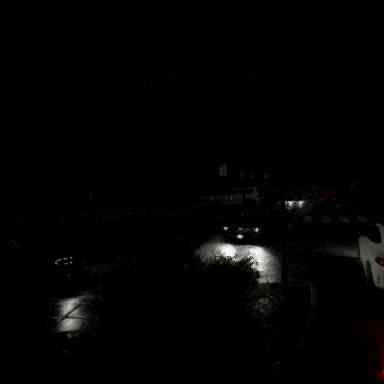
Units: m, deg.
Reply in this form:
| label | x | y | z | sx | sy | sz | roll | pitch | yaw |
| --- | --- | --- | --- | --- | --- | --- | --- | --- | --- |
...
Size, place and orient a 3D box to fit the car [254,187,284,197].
| label | x | y | z | sx | sy | sz | roll | pitch | yaw |
| --- | --- | --- | --- | --- | --- | --- | --- | --- | --- |
| car | 13.781 | -0.017 | 59.561 | 4.792 | 1.488 | 2.163 | -3 | 1 | 0 |

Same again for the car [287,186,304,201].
| label | x | y | z | sx | sy | sz | roll | pitch | yaw |
| --- | --- | --- | --- | --- | --- | --- | --- | --- | --- |
| car | 13.784 | 0.355 | 43.868 | 2.033 | 1.411 | 5.357 | -1 | 1 | 20 |

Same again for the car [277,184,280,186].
| label | x | y | z | sx | sy | sz | roll | pitch | yaw |
| --- | --- | --- | --- | --- | --- | --- | --- | --- | --- |
| car | 11.764 | 0.012 | 53.892 | 4.553 | 1.767 | 2.185 | -3 | 1 | 0 |

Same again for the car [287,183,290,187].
| label | x | y | z | sx | sy | sz | roll | pitch | yaw |
| --- | --- | --- | --- | --- | --- | --- | --- | --- | --- |
| car | 14.776 | -0.388 | 62.381 | 5.566 | 2.045 | 2.435 | -3 | 1 | 0 |

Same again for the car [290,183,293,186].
| label | x | y | z | sx | sy | sz | roll | pitch | yaw |
| --- | --- | --- | --- | --- | --- | --- | --- | --- | --- |
| car | 17.792 | -0.655 | 70.874 | 5.566 | 2.045 | 2.435 | -3 | 0 | 0 |

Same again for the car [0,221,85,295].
| label | x | y | z | sx | sy | sz | roll | pitch | yaw |
| --- | --- | --- | --- | --- | --- | --- | --- | --- | --- |
| car | -5.337 | 1.677 | 8.406 | 5.008 | 1.535 | 1.882 | -2 | 1 | -8 |

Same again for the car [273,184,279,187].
| label | x | y | z | sx | sy | sz | roll | pitch | yaw |
| --- | --- | --- | --- | --- | --- | --- | --- | --- | --- |
| car | 9.688 | 0.201 | 48.247 | 4.553 | 1.767 | 2.185 | -3 | 1 | -1 |

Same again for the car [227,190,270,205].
| label | x | y | z | sx | sy | sz | roll | pitch | yaw |
| --- | --- | --- | --- | --- | --- | --- | --- | --- | --- |
| car | 6.716 | 0.647 | 39.756 | 4.674 | 1.452 | 2.002 | -3 | 1 | -1 |

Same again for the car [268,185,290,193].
| label | x | y | z | sx | sy | sz | roll | pitch | yaw |
| --- | --- | --- | --- | --- | --- | --- | --- | --- | --- |
| car | 20.765 | -0.786 | 79.344 | 4.553 | 1.767 | 2.185 | -3 | 1 | 0 |

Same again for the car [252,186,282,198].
| label | x | y | z | sx | sy | sz | roll | pitch | yaw |
| --- | --- | --- | --- | --- | --- | --- | --- | --- | --- |
| car | 12.770 | -0.081 | 56.718 | 4.553 | 1.767 | 2.185 | -3 | 1 | 0 |

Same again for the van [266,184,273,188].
| label | x | y | z | sx | sy | sz | roll | pitch | yaw |
| --- | --- | --- | --- | --- | --- | --- | --- | --- | --- |
| van | 7.593 | 0.293 | 42.573 | 4.442 | 1.987 | 1.878 | -3 | 1 | -1 |

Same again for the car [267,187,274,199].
| label | x | y | z | sx | sy | sz | roll | pitch | yaw |
| --- | --- | --- | --- | --- | --- | --- | --- | --- | --- |
| car | 5.907 | 0.690 | 36.922 | 5.366 | 1.575 | 1.946 | -3 | 1 | -1 |

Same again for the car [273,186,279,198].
| label | x | y | z | sx | sy | sz | roll | pitch | yaw |
| --- | --- | --- | --- | --- | --- | --- | --- | --- | --- |
| car | 8.728 | 0.419 | 45.407 | 5.008 | 1.535 | 2.097 | -3 | 1 | 0 |

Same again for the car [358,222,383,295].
| label | x | y | z | sx | sy | sz | roll | pitch | yaw |
| --- | --- | --- | --- | --- | --- | --- | --- | --- | --- |
| car | 5.132 | 1.426 | 7.995 | 1.812 | 1.442 | 4.674 | -1 | 1 | 23 |

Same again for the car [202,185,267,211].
| label | x | y | z | sx | sy | sz | roll | pitch | yaw |
| --- | --- | --- | --- | --- | --- | --- | --- | --- | --- |
| car | 3.693 | 0.639 | 31.237 | 5.566 | 2.045 | 2.435 | -3 | 1 | -1 |

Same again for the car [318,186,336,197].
| label | x | y | z | sx | sy | sz | roll | pitch | yaw |
| --- | --- | --- | --- | --- | --- | --- | --- | --- | --- |
| car | 20.286 | -0.173 | 49.659 | 2.097 | 1.767 | 4.553 | -1 | 1 | 19 |

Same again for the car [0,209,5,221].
| label | x | y | z | sx | sy | sz | roll | pitch | yaw |
| --- | --- | --- | --- | --- | --- | --- | --- | --- | --- |
| car | -13.851 | 1.441 | 20.492 | 2.435 | 2.045 | 5.566 | -2 | 1 | -2 |

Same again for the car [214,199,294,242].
| label | x | y | z | sx | sy | sz | roll | pitch | yaw |
| --- | --- | --- | --- | --- | --- | --- | --- | --- | --- |
| car | 3.296 | 1.310 | 15.630 | 2.033 | 1.411 | 5.357 | -1 | 2 | 31 |

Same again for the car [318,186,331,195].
| label | x | y | z | sx | sy | sz | roll | pitch | yaw |
| --- | --- | --- | --- | --- | --- | --- | --- | --- | --- |
| car | 24.237 | -0.384 | 61.000 | 1.837 | 1.490 | 4.892 | -1 | 1 | 19 |
